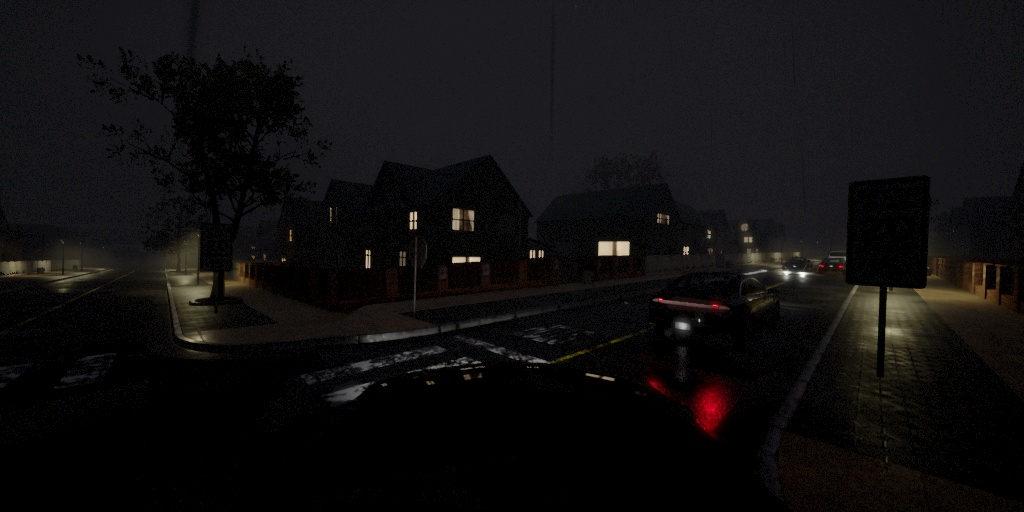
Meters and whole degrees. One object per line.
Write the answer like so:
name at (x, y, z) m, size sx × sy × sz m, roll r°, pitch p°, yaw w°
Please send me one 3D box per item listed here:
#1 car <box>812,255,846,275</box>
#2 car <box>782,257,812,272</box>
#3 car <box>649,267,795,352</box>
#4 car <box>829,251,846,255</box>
car at (28.349, 0.875, 31.551) m, size 5.357 × 1.411 × 2.033 m, roll -1°, pitch 2°, yaw -44°
car at (28.260, 0.792, 35.411) m, size 4.181 × 1.385 × 1.994 m, roll -1°, pitch 2°, yaw -45°
car at (5.095, 1.142, 8.759) m, size 4.902 × 1.511 × 2.128 m, roll -1°, pitch 2°, yaw -45°
car at (35.854, 0.440, 38.966) m, size 5.566 × 2.045 × 2.150 m, roll -1°, pitch 2°, yaw -44°
